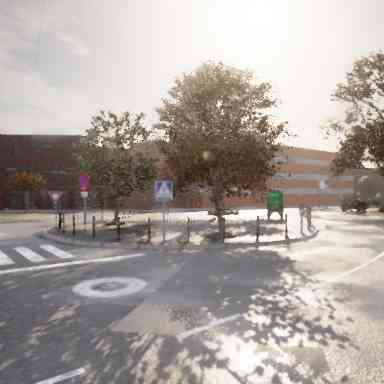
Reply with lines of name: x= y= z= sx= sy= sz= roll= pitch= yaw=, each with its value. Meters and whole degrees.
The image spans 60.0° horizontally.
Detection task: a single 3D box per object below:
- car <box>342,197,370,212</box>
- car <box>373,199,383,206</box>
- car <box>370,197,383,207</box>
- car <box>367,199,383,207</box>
car: x=22.460 y=1.680 z=45.944 sx=2.150 sy=2.045 sz=5.566 roll=-2 pitch=-2 yaw=39
car: x=40.631 y=2.207 z=69.125 sx=2.097 sy=1.535 sz=5.008 roll=0 pitch=-1 yaw=-36
car: x=36.062 y=1.926 z=65.800 sx=2.435 sy=2.045 sz=5.566 roll=0 pitch=-1 yaw=-36
car: x=38.354 y=2.232 z=67.448 sx=2.002 sy=1.452 sz=4.674 roll=0 pitch=-1 yaw=-36
